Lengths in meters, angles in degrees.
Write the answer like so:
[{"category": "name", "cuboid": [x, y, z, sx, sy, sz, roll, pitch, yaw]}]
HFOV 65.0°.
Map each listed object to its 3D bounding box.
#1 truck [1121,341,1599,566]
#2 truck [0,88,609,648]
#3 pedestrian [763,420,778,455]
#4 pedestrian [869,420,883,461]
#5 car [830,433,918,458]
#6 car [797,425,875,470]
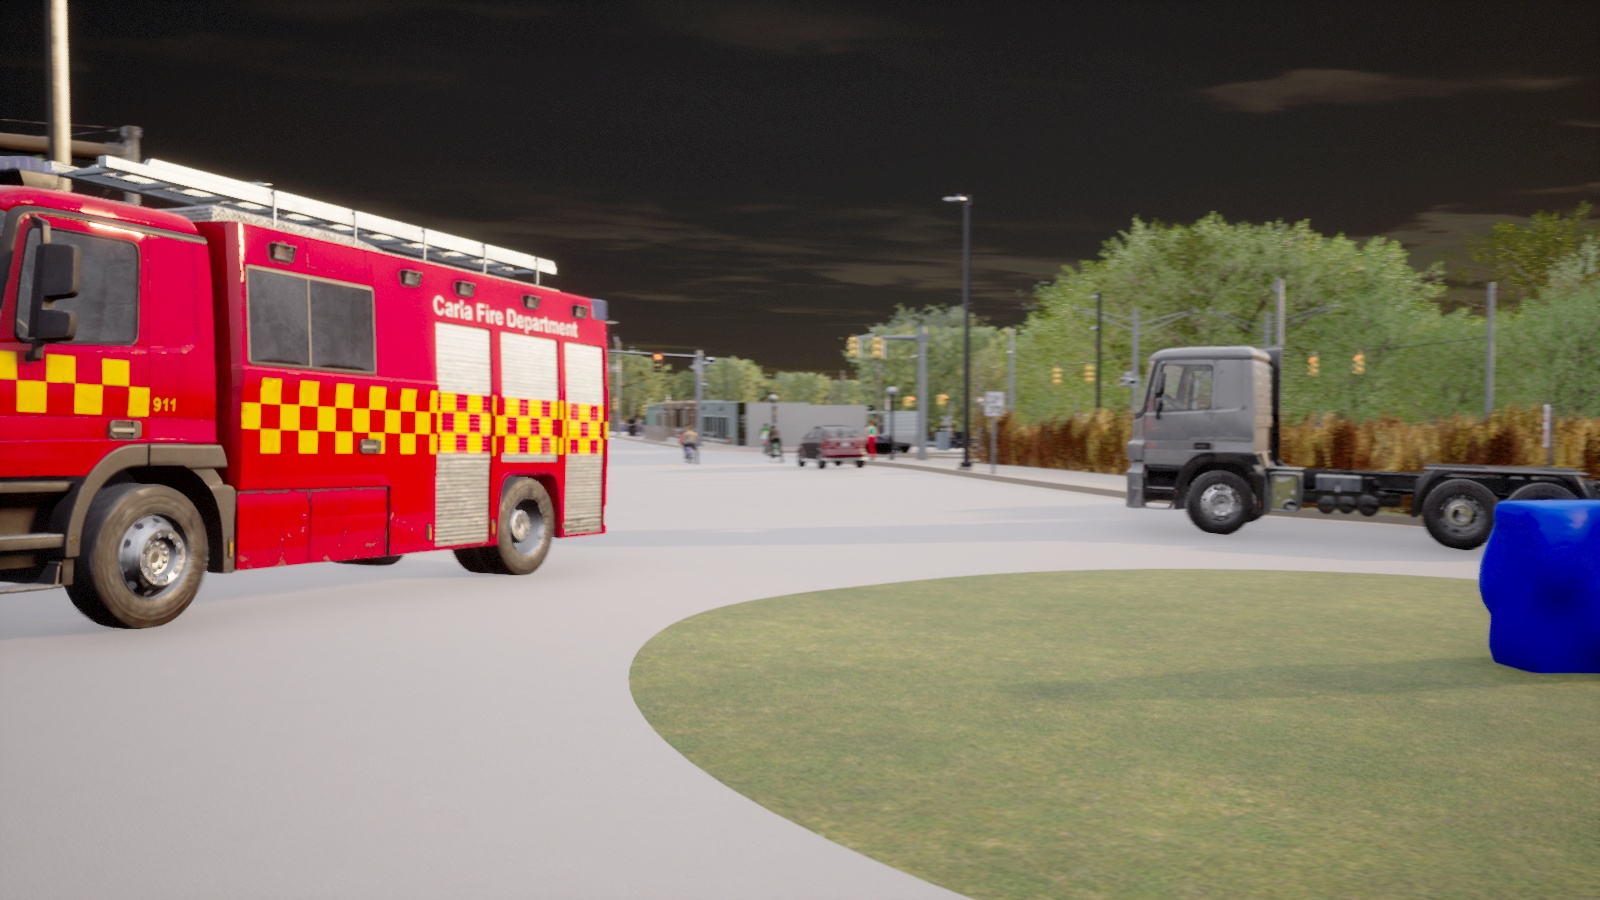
[{"category": "truck", "cuboid": [10.081, -0.099, 22.259, 7.936, 3.462, 2.891, 3, 2, 28]}, {"category": "truck", "cuboid": [-5.423, -0.547, 12.437, 2.891, 3.827, 8.468, 1, 0, 23]}, {"category": "pedestrian", "cuboid": [-1.685, -0.708, 71.545, 0.659, 1.952, 0.873, 0, 2, -14]}, {"category": "pedestrian", "cuboid": [3.440, -0.437, 56.962, 0.345, 1.836, 0.594, -1, 3, -37]}, {"category": "car", "cuboid": [4.330, -0.256, 73.215, 4.718, 1.301, 1.895, 2, 2, -20]}, {"category": "car", "cuboid": [1.272, -0.122, 45.946, 1.789, 1.549, 3.705, -1, 1, -16]}]
